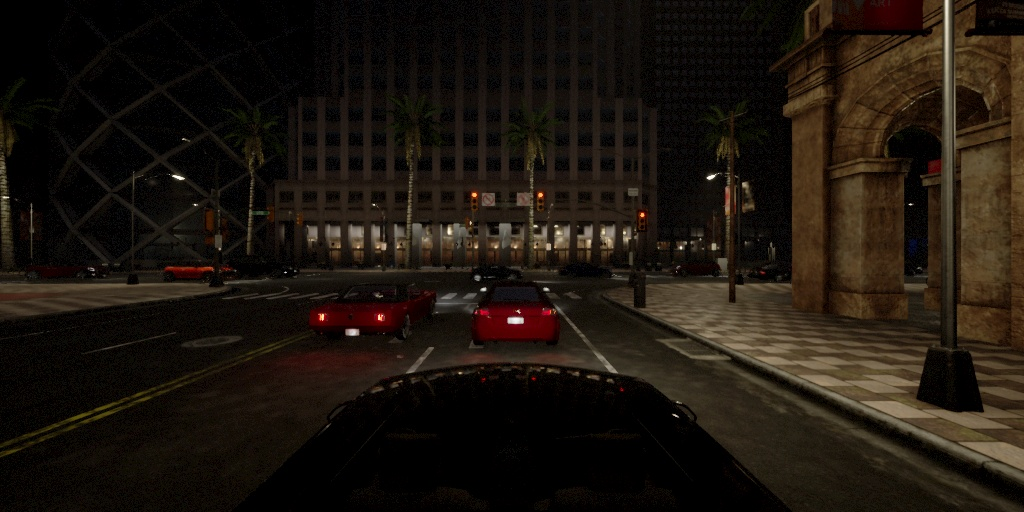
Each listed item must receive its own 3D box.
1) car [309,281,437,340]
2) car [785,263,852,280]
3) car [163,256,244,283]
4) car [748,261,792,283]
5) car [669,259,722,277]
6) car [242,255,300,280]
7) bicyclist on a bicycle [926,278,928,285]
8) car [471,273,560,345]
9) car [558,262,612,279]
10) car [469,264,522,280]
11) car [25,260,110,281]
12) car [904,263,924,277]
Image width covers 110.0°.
[{"bbox_3d":[-3.419,1.351,9.931,1.895,1.301,4.718,0,0,0],"label":"car"},{"bbox_3d":[26.705,1.314,31.340,4.181,1.385,1.994,0,0,0],"label":"car"},{"bbox_3d":[-24.038,1.101,27.772,4.553,1.767,2.097,0,0,0],"label":"car"},{"bbox_3d":[21.478,1.298,27.854,5.357,1.411,2.033,0,0,0],"label":"car"},{"bbox_3d":[17.809,1.102,35.064,4.553,1.767,2.097,0,0,0],"label":"car"},{"bbox_3d":[-21.792,0.972,31.407,5.566,2.045,2.150,0,0,-1],"label":"car"},{"bbox_3d":[24.674,1.050,20.563,0.582,1.620,1.656,0,0,0],"label":"bicyclist on a bicycle"},{"bbox_3d":[0.080,1.314,9.470,1.994,1.385,4.181,0,0,0],"label":"car"},{"bbox_3d":[6.350,1.276,31.393,4.674,1.442,1.812,0,0,0],"label":"car"},{"bbox_3d":[-1.215,1.314,27.916,4.181,1.385,1.994,0,0,0],"label":"car"},{"bbox_3d":[-37.149,1.101,30.155,4.553,1.767,2.097,0,0,-16],"label":"car"},{"bbox_3d":[36.676,1.297,35.004,5.357,1.411,2.033,0,0,0],"label":"car"}]
